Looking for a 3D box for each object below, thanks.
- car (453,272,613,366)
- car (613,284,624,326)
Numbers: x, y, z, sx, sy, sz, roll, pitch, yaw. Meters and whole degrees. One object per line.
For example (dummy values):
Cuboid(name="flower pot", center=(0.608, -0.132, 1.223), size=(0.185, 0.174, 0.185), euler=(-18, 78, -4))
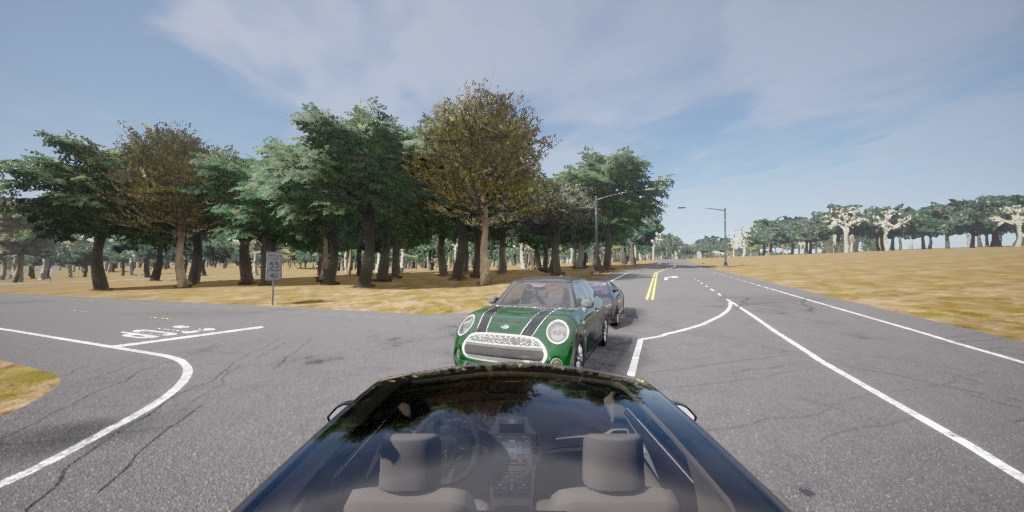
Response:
Cuboid(name="car", center=(0.676, 1.223, 7.478), size=(2.097, 1.767, 4.553), euler=(-1, -2, 22))
Cuboid(name="car", center=(2.897, 1.555, 12.912), size=(1.994, 1.385, 4.181), euler=(-2, 0, 22))
